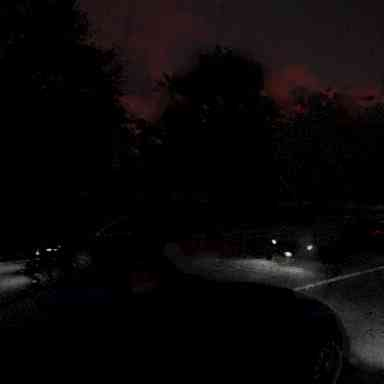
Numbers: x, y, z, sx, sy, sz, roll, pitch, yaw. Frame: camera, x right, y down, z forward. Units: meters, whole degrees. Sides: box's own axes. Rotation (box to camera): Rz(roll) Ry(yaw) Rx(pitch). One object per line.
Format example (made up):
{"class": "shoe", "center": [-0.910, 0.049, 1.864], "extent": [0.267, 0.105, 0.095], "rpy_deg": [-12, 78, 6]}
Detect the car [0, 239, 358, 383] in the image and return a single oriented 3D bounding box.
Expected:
{"class": "car", "center": [-0.297, 1.520, 3.452], "extent": [4.674, 1.442, 1.812], "rpy_deg": [0, 0, -35]}

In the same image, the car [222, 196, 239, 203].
{"class": "car", "center": [7.205, 1.228, 61.201], "extent": [1.837, 1.490, 4.892], "rpy_deg": [-1, 1, -35]}

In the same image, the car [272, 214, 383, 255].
{"class": "car", "center": [5.165, 1.511, 11.680], "extent": [5.357, 1.411, 2.033], "rpy_deg": [0, 0, -34]}

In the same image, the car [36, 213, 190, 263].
{"class": "car", "center": [-2.366, 1.487, 10.800], "extent": [4.892, 1.490, 1.837], "rpy_deg": [0, 0, -34]}
